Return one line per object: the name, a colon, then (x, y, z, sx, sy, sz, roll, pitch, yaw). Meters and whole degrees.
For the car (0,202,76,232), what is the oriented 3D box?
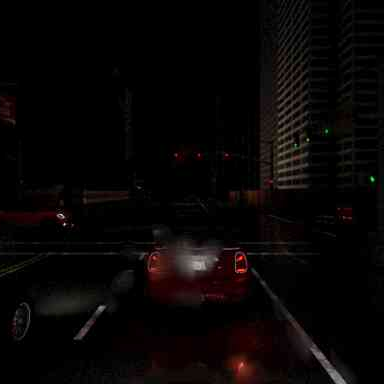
car: (-9.210, 1.353, 19.359, 4.553, 1.767, 2.097, 0, 0, 0)

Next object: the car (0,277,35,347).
car: (-3.396, 1.526, 3.350, 1.812, 1.442, 4.674, 0, 0, 0)

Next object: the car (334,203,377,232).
car: (11.391, 1.547, 19.454, 5.357, 1.411, 2.033, 0, 0, 0)

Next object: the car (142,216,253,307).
car: (0.105, 1.352, 8.125, 2.097, 1.767, 4.553, 0, 0, 0)

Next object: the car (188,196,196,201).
car: (0.057, 1.595, 83.474, 1.895, 1.301, 4.718, 0, 0, 0)

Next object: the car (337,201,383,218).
car: (16.291, 1.547, 30.177, 5.357, 1.411, 2.033, 0, 0, 0)

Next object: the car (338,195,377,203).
car: (12.799, 1.221, 22.961, 5.566, 2.045, 2.150, 0, 0, 0)
